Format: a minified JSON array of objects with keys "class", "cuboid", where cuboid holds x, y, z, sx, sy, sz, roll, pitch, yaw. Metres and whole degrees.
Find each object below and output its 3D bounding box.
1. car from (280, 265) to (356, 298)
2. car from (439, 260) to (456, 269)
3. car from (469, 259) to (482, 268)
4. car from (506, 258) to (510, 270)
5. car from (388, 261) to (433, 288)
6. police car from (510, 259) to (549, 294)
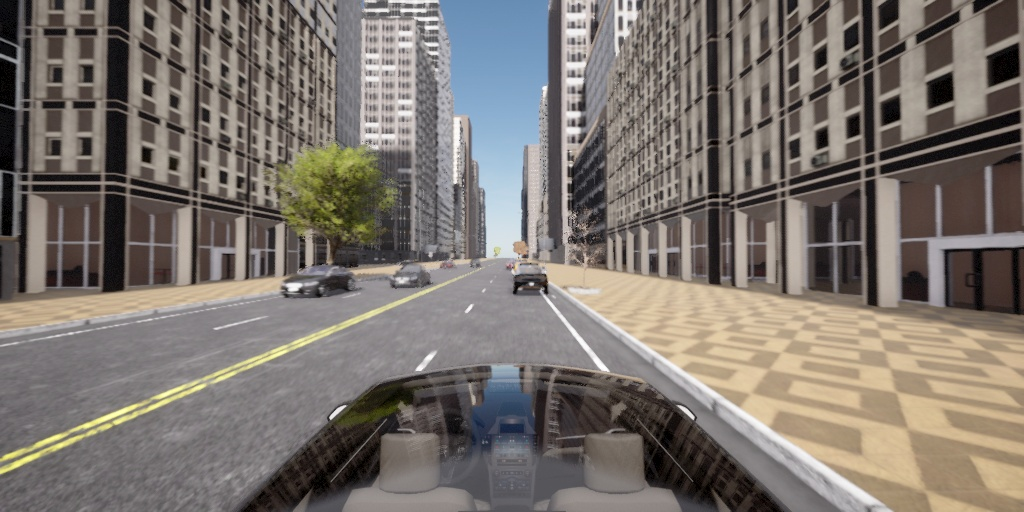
[{"class":"car","cuboid":[-9.846,1.249,18.604,2.128,1.511,4.902,0,0,0]},{"class":"car","cuboid":[-9.813,1.343,55.109,1.994,1.385,4.181,0,0,1]},{"class":"car","cuboid":[-6.518,1.285,64.233,1.837,1.490,4.892,0,0,0]},{"class":"car","cuboid":[-0.001,1.379,53.984,1.895,1.301,4.718,0,0,0]},{"class":"car","cuboid":[-6.589,1.286,23.787,1.812,1.442,4.674,0,0,0]},{"class":"police car","cuboid":[0.973,1.184,20.451,1.930,1.638,5.238,0,0,0]}]
